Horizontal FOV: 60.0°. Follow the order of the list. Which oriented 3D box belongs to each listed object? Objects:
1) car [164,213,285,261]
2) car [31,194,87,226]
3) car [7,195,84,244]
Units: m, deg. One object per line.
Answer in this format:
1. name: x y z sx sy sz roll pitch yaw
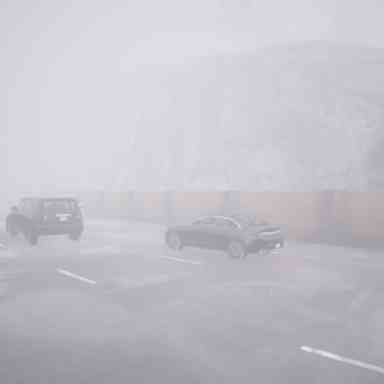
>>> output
1. car: 1.028 1.534 12.565 4.902 1.511 2.128 0 0 42
2. car: -10.016 1.228 24.751 2.150 2.045 5.566 0 0 -40
3. car: -7.180 1.222 16.033 2.150 2.045 5.566 0 0 -41
